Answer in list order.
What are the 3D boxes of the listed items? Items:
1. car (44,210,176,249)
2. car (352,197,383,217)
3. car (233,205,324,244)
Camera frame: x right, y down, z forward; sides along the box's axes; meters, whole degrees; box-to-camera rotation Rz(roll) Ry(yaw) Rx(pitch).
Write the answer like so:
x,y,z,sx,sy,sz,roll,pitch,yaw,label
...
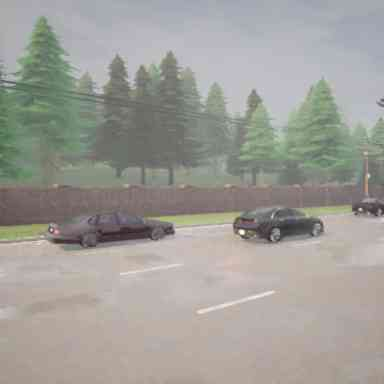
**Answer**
x,y,z,sx,sy,sz,roll,pitch,yaw,label
-3.361,1.492,14.245,5.357,1.411,2.033,-1,0,-35,car
15.319,1.190,27.660,5.008,1.535,1.882,-1,1,-35,car
4.045,1.384,15.225,4.892,1.490,1.837,-1,1,-35,car
